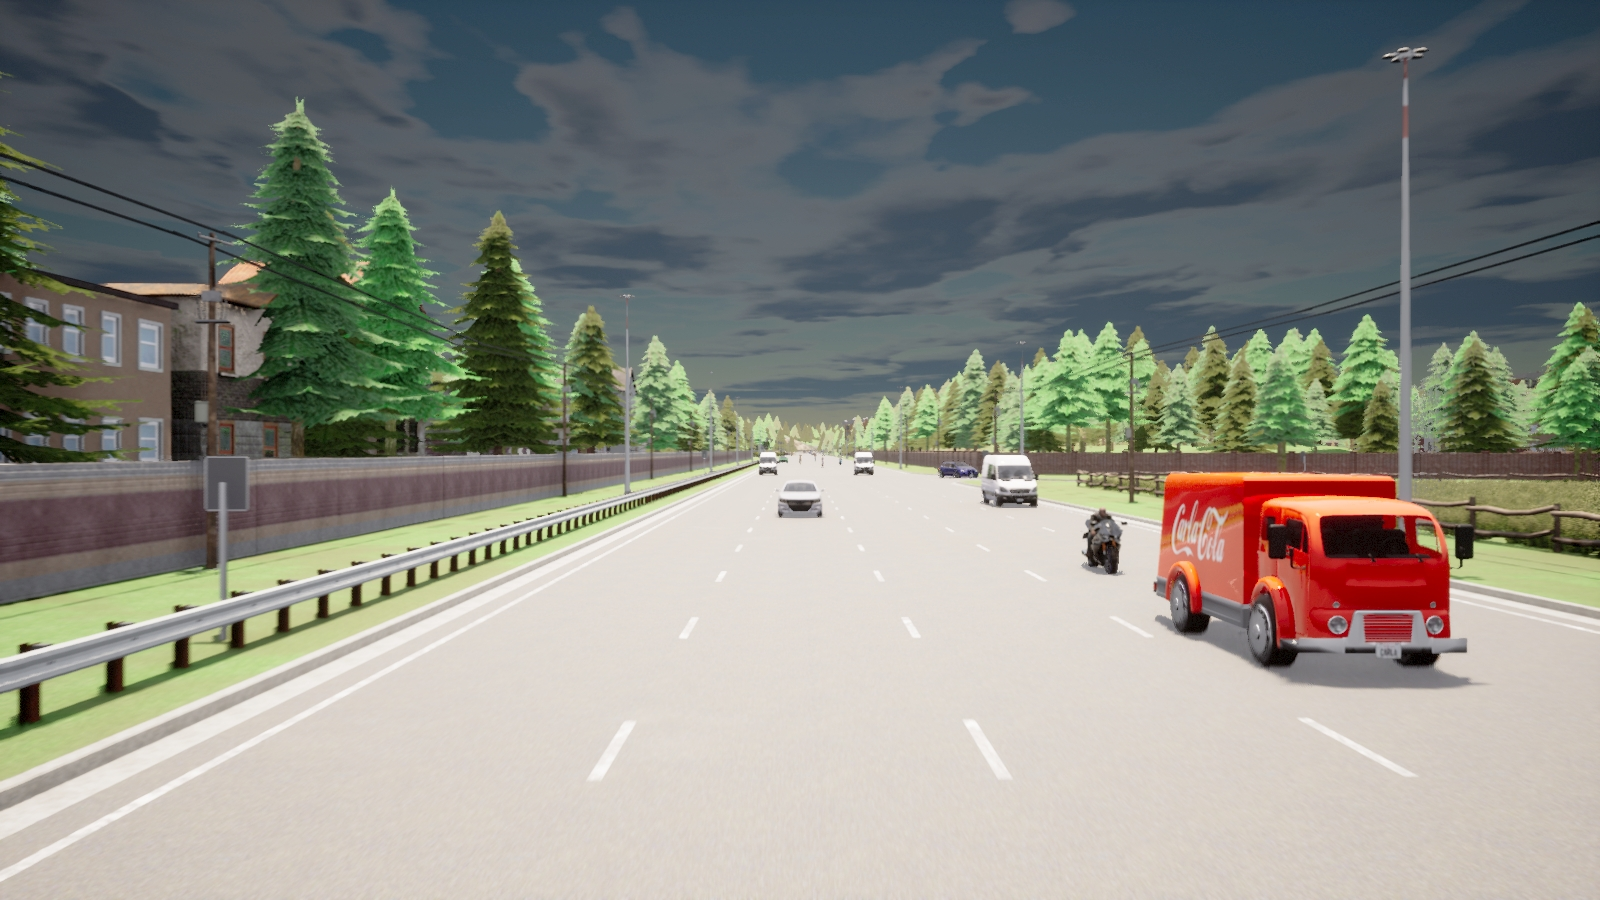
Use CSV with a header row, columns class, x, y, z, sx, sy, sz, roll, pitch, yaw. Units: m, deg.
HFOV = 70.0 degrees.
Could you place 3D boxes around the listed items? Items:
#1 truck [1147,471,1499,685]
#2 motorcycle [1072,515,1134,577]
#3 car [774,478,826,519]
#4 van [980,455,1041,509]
class,x,y,z,sx,sy,sz,roll,pitch,yaw
truck,7.009,1.569,16.194,2.627,2.467,5.204,0,0,0
motorcycle,7.002,2.205,26.505,0.867,1.251,2.209,0,0,0
car,0.004,2.034,49.060,2.097,1.535,5.006,0,0,0
van,10.501,1.534,57.458,1.988,2.561,5.915,0,0,0
